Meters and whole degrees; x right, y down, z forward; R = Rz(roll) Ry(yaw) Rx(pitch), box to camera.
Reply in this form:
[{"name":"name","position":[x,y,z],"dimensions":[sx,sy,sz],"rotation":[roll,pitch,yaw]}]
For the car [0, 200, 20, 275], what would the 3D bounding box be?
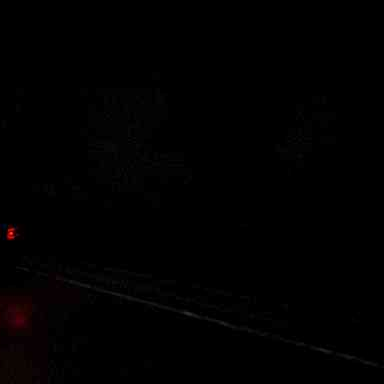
[{"name":"car","position":[-6.825,1.147,8.879],"dimensions":[5.566,2.045,2.150],"rotation":[0,0,36]}]
